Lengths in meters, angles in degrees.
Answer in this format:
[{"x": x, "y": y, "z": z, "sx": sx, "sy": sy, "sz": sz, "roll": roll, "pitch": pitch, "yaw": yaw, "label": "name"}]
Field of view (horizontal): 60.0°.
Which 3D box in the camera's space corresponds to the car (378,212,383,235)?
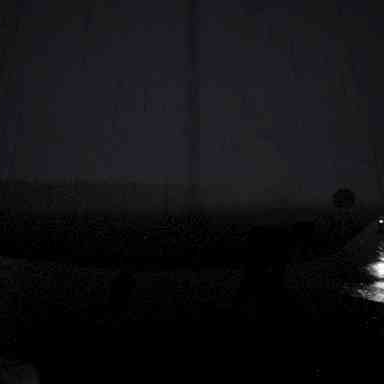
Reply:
[{"x": 11.282, "y": 1.568, "z": 18.080, "sx": 1.895, "sy": 1.301, "sz": 4.718, "roll": 0, "pitch": 0, "yaw": 33, "label": "car"}]
